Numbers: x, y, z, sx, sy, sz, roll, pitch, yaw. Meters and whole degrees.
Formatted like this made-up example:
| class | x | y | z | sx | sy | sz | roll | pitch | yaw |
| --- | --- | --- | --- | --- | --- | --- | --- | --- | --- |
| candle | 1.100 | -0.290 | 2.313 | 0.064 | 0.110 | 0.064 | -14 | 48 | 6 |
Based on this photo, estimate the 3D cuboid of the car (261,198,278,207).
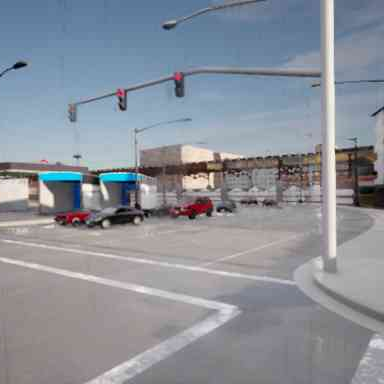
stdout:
| class | x | y | z | sx | sy | sz | roll | pitch | yaw |
| --- | --- | --- | --- | --- | --- | --- | --- | --- | --- |
| car | 13.063 | 1.763 | 56.307 | 1.837 | 1.490 | 4.892 | -1 | 0 | -3 |

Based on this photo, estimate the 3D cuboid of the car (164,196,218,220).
| class | x | y | z | sx | sy | sz | roll | pitch | yaw |
| --- | --- | --- | --- | --- | --- | --- | --- | --- | --- |
| car | 0.045 | 1.436 | 31.440 | 2.150 | 2.045 | 5.566 | -1 | 0 | 30 |

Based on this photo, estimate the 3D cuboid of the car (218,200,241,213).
| class | x | y | z | sx | sy | sz | roll | pitch | yaw |
| --- | --- | --- | --- | --- | --- | --- | --- | --- | --- |
| car | 4.298 | 1.787 | 41.121 | 2.033 | 1.411 | 5.357 | -1 | 0 | 16 |

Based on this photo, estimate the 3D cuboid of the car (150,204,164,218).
| class | x | y | z | sx | sy | sz | roll | pitch | yaw |
| --- | --- | --- | --- | --- | --- | --- | --- | --- | --- |
| car | -2.932 | 1.857 | 33.241 | 1.895 | 1.301 | 4.718 | -1 | 0 | 30 |

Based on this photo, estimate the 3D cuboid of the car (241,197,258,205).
| class | x | y | z | sx | sy | sz | roll | pitch | yaw |
| --- | --- | --- | --- | --- | --- | --- | --- | --- | --- |
| car | 11.251 | 1.697 | 66.302 | 2.097 | 1.767 | 4.553 | 0 | 0 | -18 |

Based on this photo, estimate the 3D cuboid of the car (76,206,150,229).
| class | x | y | z | sx | sy | sz | roll | pitch | yaw |
| --- | --- | --- | --- | --- | --- | --- | --- | --- | --- |
| car | -5.414 | 1.739 | 23.500 | 1.812 | 1.442 | 4.674 | -1 | 0 | 36 |

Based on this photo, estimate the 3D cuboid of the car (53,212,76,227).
| class | x | y | z | sx | sy | sz | roll | pitch | yaw |
| --- | --- | --- | --- | --- | --- | --- | --- | --- | --- |
| car | -8.117 | 1.856 | 25.681 | 1.895 | 1.301 | 4.718 | -1 | 0 | 37 |
